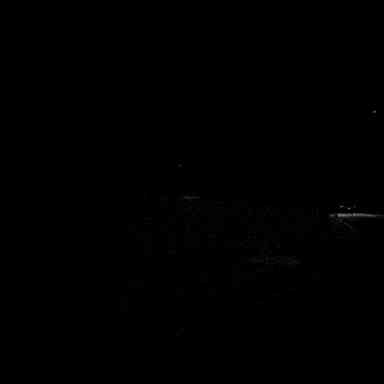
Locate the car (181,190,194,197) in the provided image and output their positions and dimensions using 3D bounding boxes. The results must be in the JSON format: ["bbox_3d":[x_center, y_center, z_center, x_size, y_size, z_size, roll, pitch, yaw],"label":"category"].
[{"bbox_3d":[-1.155,0.368,78.991,1.837,1.490,4.892,-1,1,-25],"label":"car"}]

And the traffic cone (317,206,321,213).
[{"bbox_3d":[12.380,1.714,32.536,0.340,0.580,0.340,-1,1,0],"label":"traffic cone"}]

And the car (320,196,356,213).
[{"bbox_3d":[14.364,1.237,32.958,1.837,1.490,4.892,0,1,-2],"label":"car"}]
